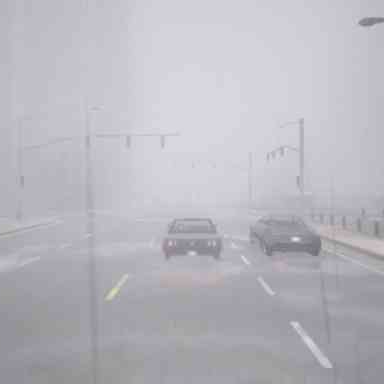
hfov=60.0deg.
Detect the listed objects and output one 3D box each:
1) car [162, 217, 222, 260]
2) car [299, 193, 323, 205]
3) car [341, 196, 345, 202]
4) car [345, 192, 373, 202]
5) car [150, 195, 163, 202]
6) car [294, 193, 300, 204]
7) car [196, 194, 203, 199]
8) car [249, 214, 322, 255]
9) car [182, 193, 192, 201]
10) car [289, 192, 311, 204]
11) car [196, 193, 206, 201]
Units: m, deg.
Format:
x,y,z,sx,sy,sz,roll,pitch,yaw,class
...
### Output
x,y,z,sx,sy,sz,roll,pitch,yaw,class
0.014,1.594,12.405,1.895,1.301,4.718,0,0,0,car
24.298,1.411,66.979,3.806,1.475,1.970,0,0,0,car
39.300,1.371,81.084,3.905,1.438,1.784,0,0,0,car
39.251,1.162,78.187,4.605,1.855,1.932,0,0,0,car
-8.066,1.459,72.601,1.837,1.490,4.892,0,0,-1,car
24.283,1.378,69.874,3.905,1.438,1.784,0,0,0,car
2.175,1.332,93.775,1.812,1.442,4.674,0,0,-1,car
3.517,1.557,13.215,1.994,1.385,4.181,0,0,0,car
-1.198,1.167,83.341,2.150,2.045,5.566,0,0,-1,car
24.219,1.166,72.557,4.605,1.855,1.932,0,0,0,car
2.302,1.167,83.384,2.150,2.045,5.566,0,0,-1,car
